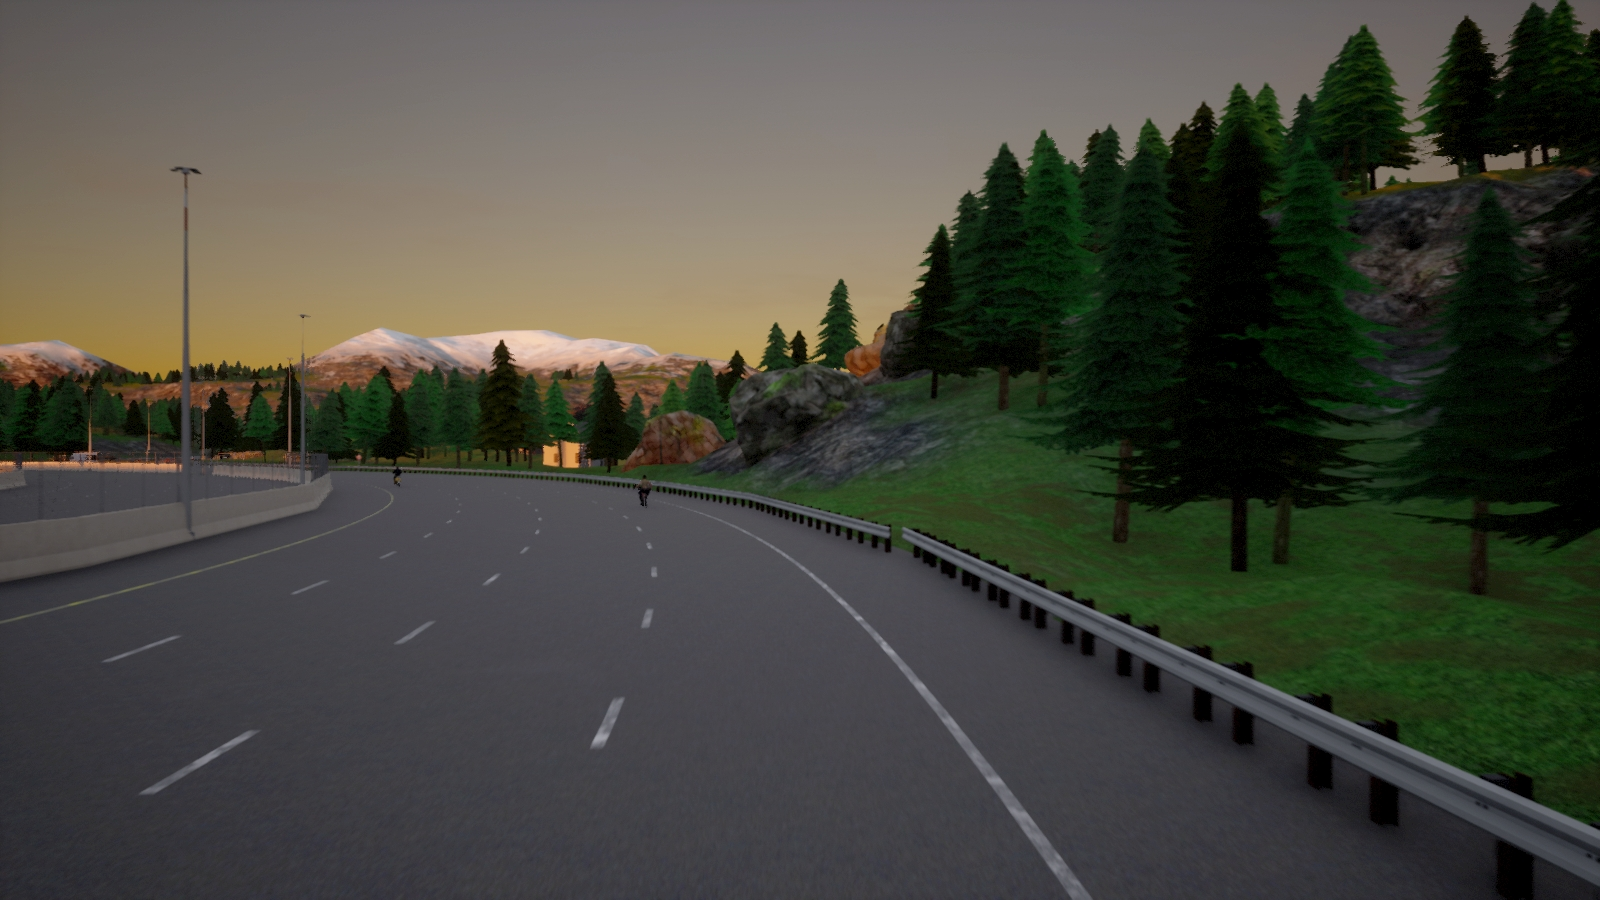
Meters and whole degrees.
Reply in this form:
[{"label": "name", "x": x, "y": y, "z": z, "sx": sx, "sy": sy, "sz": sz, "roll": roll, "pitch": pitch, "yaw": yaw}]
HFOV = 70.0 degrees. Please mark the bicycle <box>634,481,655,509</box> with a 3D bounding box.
[{"label": "bicycle", "x": -7.580, "y": 2.158, "z": 55.593, "sx": 0.859, "sy": 1.295, "sz": 1.487, "roll": 0, "pitch": 0, "yaw": -15}]
